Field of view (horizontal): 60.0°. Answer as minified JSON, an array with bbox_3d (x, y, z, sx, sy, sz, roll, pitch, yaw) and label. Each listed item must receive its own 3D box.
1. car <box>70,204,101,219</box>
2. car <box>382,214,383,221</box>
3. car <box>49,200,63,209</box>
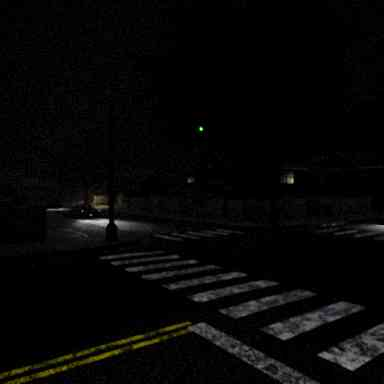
[{"bbox_3d":[-10.270,1.804,31.900,1.895,1.301,4.718,0,0,-31],"label":"car"},{"bbox_3d":[14.876,1.415,22.312,5.357,1.411,2.033,-1,0,-36],"label":"car"},{"bbox_3d":[-21.879,1.908,53.276,2.033,1.411,5.357,0,0,-26],"label":"car"}]
